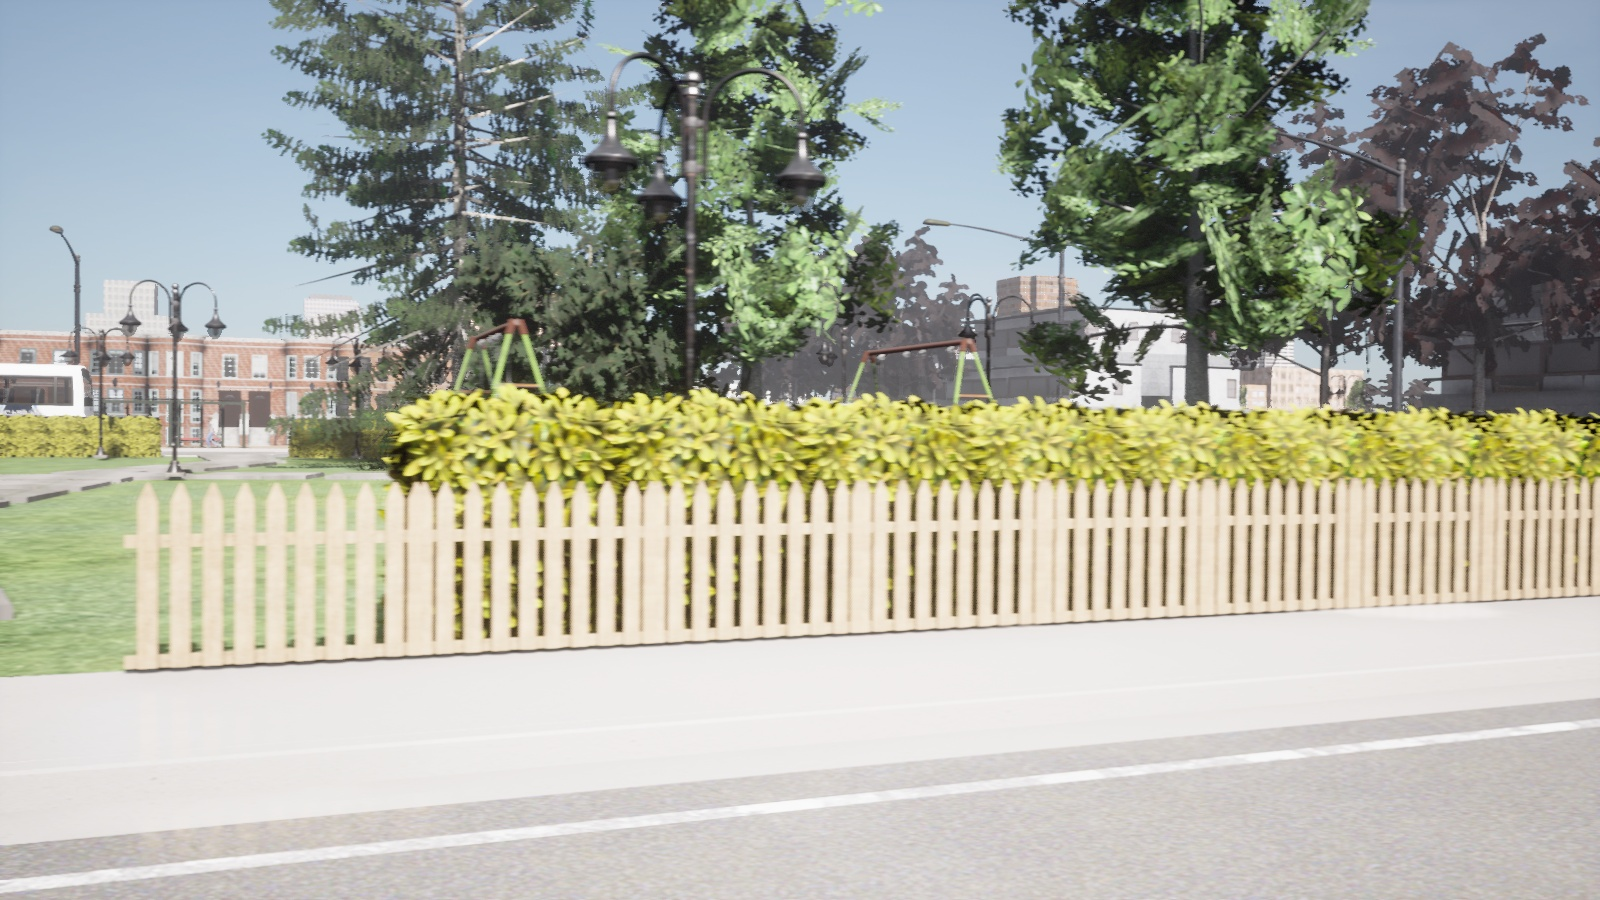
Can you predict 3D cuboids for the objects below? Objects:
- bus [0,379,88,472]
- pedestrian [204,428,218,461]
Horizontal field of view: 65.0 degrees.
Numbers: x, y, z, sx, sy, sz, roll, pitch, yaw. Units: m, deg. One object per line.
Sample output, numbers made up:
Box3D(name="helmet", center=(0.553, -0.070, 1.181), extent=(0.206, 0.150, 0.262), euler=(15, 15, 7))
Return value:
Box3D(name="bus", center=(-39.322, -1.105, 58.455), extent=(10.273, 4.253, 3.944), euler=(-1, 1, -22))
Box3D(name="pedestrian", center=(-32.557, -0.316, 69.418), extent=(0.706, 1.836, 0.354), euler=(-1, 1, -24))
